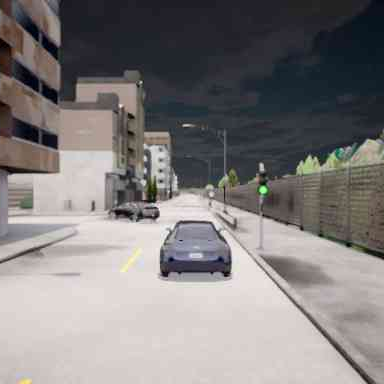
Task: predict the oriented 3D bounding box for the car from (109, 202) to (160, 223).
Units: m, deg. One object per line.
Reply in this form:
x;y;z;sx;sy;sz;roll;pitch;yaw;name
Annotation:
-4.557;1.504;25.743;4.902;1.511;2.128;0;0;44;car

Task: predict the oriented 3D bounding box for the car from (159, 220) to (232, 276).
0.097;1.569;10.417;1.994;1.385;4.181;0;0;0;car
